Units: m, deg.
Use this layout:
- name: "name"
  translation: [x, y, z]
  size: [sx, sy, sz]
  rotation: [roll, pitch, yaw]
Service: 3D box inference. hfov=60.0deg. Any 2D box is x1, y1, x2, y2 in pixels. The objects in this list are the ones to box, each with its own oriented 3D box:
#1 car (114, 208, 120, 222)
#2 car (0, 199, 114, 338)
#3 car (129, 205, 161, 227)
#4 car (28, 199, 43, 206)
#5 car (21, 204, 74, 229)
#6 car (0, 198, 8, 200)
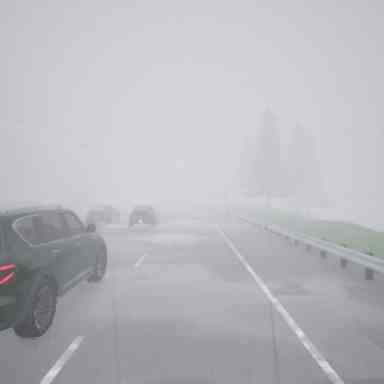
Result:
- name: "car"
  translation: [-6.952, 1.735, 26.186]
  size: [1.812, 1.442, 4.674]
  rotation: [0, 0, -1]
- name: "car"
  translation: [-3.407, 1.279, 6.839]
  size: [2.150, 2.045, 5.566]
  rotation: [0, 0, 0]
- name: "car"
  translation: [-3.436, 1.702, 24.467]
  size: [1.837, 1.490, 4.892]
  rotation: [0, 0, -1]
- name: "car"
  translation: [-30.225, 2.063, 64.403]
  size: [1.895, 1.301, 4.718]
  rotation: [0, 0, -16]
- name: "car"
  translation: [-10.436, 1.702, 24.491]
  size: [1.837, 1.490, 4.892]
  rotation: [0, 0, -1]
- name: "car"
  translation: [-38.508, 1.897, 67.374]
  size: [2.128, 1.511, 4.902]
  rotation: [0, 0, -18]
